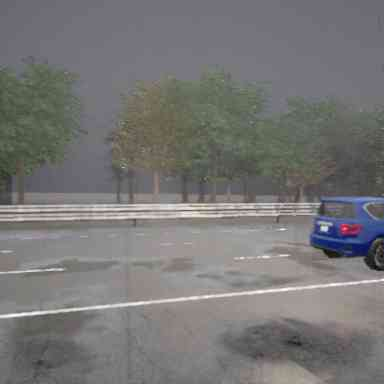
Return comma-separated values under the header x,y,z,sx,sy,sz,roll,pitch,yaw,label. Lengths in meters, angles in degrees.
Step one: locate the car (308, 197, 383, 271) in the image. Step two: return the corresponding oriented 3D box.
x,y,z,sx,sy,sz,roll,pitch,yaw,label
6.502,1.195,10.733,5.566,2.045,2.150,0,0,-17,car
